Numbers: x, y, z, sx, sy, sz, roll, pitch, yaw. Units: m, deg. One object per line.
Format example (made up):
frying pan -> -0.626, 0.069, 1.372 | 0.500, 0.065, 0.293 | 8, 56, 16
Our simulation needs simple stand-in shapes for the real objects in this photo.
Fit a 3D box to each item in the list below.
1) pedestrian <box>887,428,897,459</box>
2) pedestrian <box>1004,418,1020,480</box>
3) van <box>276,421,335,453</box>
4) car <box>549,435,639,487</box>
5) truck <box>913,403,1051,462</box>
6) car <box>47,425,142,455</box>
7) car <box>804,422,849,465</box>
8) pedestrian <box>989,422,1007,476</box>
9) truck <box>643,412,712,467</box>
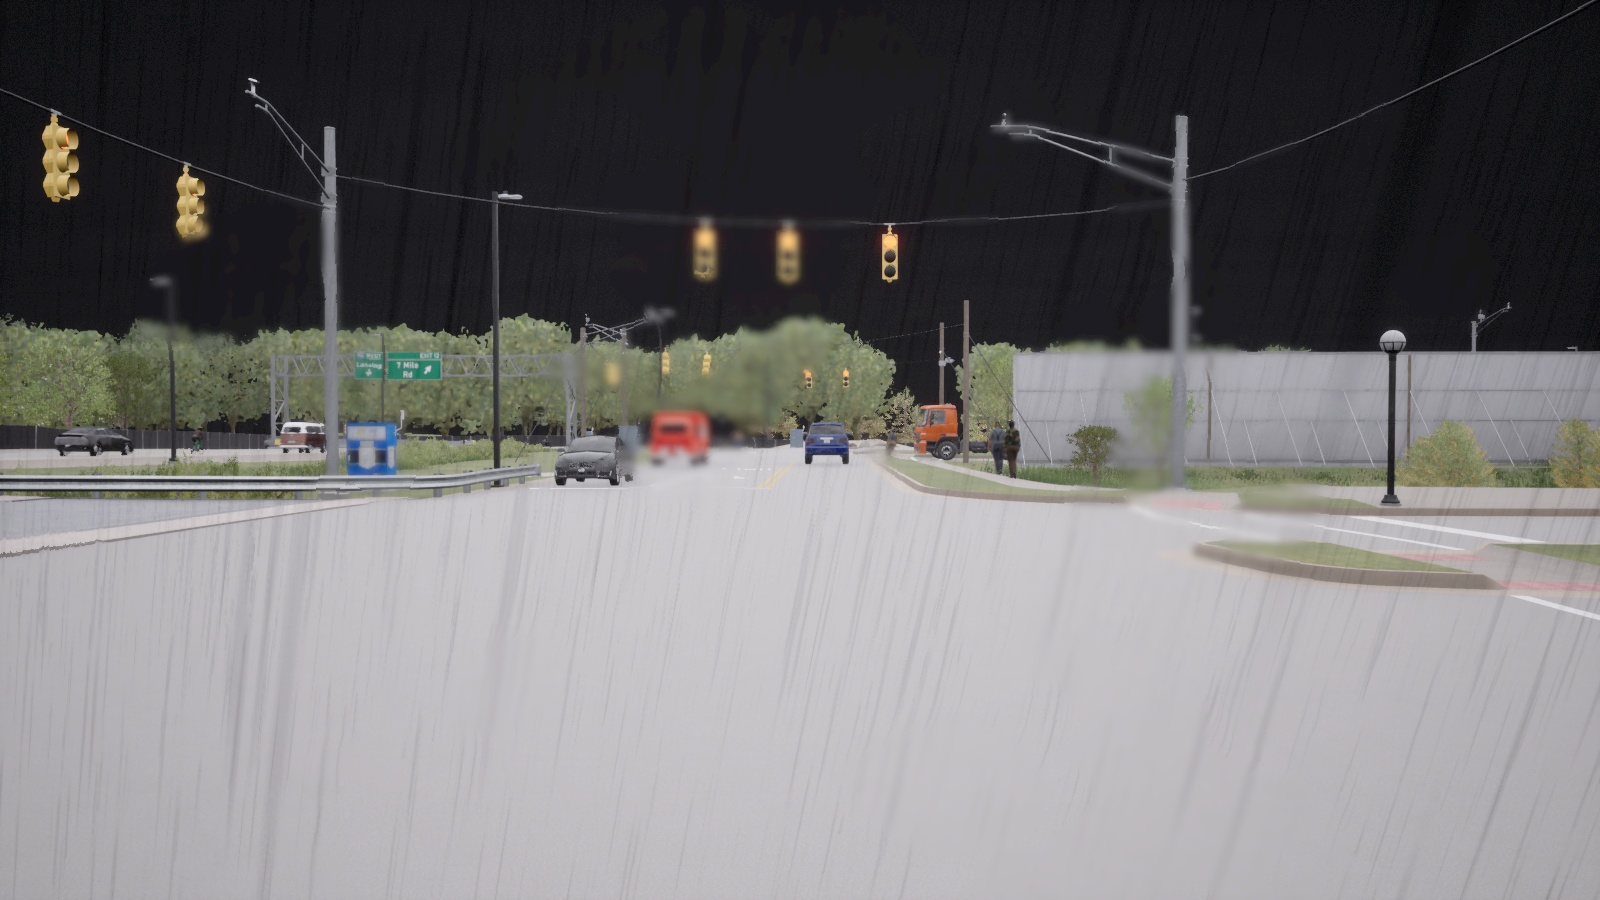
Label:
pedestrian -> 5.607, -0.381, 76.472 | 0.540, 1.848, 0.694 | 0, 2, 0
pedestrian -> 6.658, -0.026, 39.458 | 0.395, 1.930, 0.692 | 0, 2, 1
van -> -32.953, -0.854, 83.795 | 2.069, 2.038, 4.480 | 0, 0, 1
car -> -6.251, 0.292, 38.694 | 1.837, 1.490, 4.892 | 0, 1, 2
truck -> 11.122, -1.089, 77.374 | 7.936, 3.462, 2.891 | 1, 2, -4
car -> -36.806, -0.517, 65.687 | 2.128, 1.511, 4.902 | 0, 0, 1
car -> 1.361, -0.350, 62.966 | 2.150, 2.045, 5.566 | 0, 1, 2
pedestrian -> 6.831, -0.050, 43.319 | 0.540, 1.848, 0.694 | 0, 2, 2
truck -> -5.730, -0.504, 59.402 | 2.627, 2.467, 5.204 | 0, 1, 1
